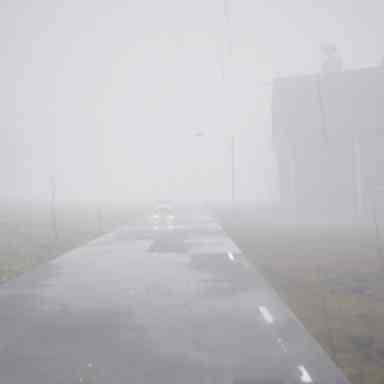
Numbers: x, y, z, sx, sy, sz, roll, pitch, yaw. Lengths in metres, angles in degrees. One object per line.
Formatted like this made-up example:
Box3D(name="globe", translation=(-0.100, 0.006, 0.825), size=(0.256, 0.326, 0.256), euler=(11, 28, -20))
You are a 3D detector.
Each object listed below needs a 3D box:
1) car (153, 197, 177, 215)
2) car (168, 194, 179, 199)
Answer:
Box3D(name="car", translation=(-2.840, 1.533, 34.626), size=(1.812, 1.442, 4.674), euler=(0, 0, 0))
Box3D(name="car", translation=(-5.297, 1.320, 94.714), size=(1.895, 1.301, 4.718), euler=(0, 0, -20))
